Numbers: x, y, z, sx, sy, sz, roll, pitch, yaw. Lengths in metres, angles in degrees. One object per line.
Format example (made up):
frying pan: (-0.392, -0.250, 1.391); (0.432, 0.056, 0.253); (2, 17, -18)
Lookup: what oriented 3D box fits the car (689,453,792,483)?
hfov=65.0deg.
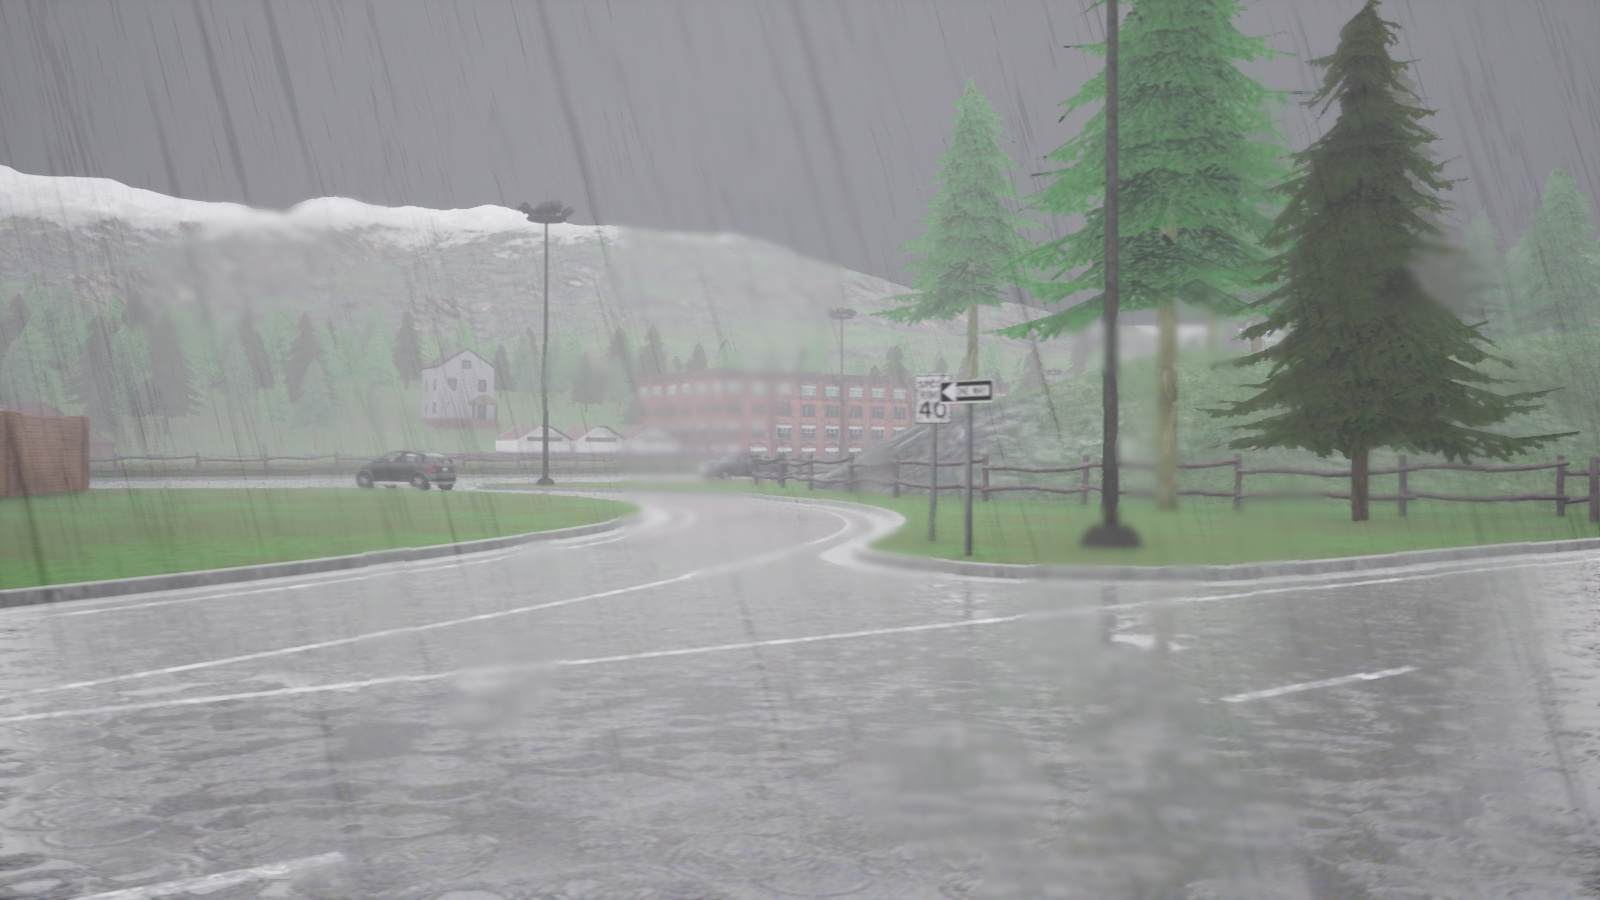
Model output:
car: (-3.055, 0.897, 64.992); (4.902, 1.511, 2.128); (0, 0, -35)

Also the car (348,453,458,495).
car: (-15.300, 0.890, 48.381); (3.705, 1.549, 1.789); (0, 0, 20)
